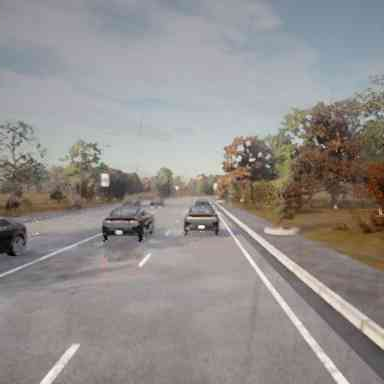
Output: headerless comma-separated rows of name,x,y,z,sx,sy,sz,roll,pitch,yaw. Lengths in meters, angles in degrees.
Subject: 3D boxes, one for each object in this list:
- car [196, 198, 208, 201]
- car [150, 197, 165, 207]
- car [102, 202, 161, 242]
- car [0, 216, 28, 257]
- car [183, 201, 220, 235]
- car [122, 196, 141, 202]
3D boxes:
car,1.223,1.527,40.820,1.837,1.490,4.892,0,0,2
car,-5.538,1.563,53.415,2.033,1.411,5.357,0,0,2
car,-3.030,1.495,16.549,2.128,1.511,4.902,0,0,2
car,-6.920,1.485,10.122,2.128,1.511,4.902,0,0,1
car,0.535,1.502,18.733,2.128,1.511,4.902,0,0,2
car,-9.147,1.360,50.428,2.097,1.767,4.553,0,0,2
